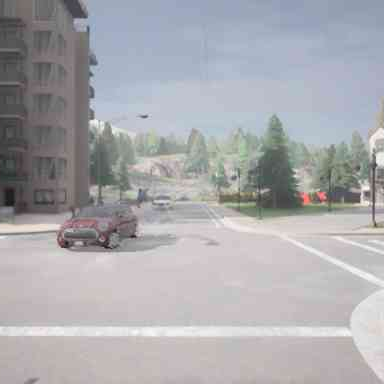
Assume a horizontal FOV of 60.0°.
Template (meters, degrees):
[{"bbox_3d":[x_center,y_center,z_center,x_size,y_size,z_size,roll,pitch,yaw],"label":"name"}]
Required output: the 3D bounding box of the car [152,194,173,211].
[{"bbox_3d":[-3.553,1.314,41.052,2.150,2.045,5.566,0,2,0],"label":"car"}]

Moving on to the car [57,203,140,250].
[{"bbox_3d":[-3.840,1.313,14.420,2.097,1.767,4.553,0,0,8],"label":"car"}]
